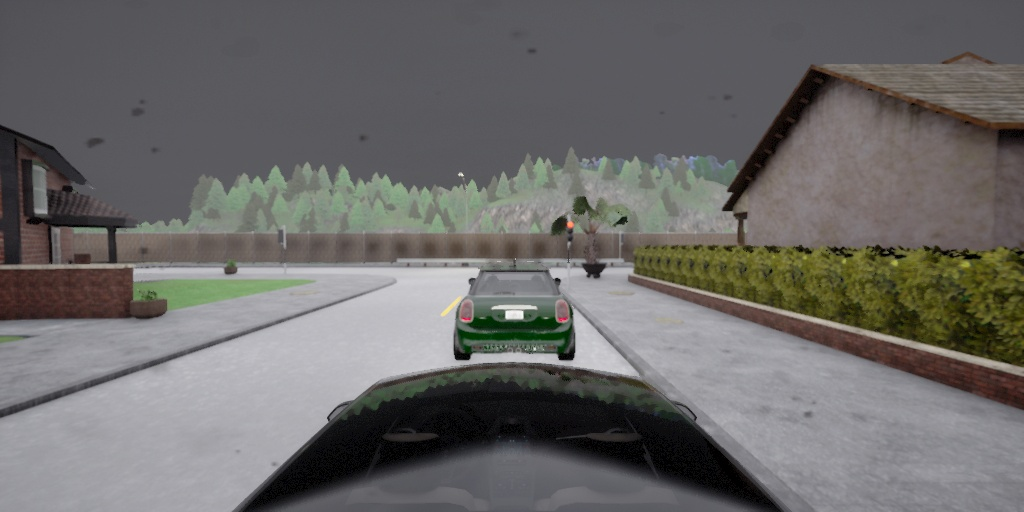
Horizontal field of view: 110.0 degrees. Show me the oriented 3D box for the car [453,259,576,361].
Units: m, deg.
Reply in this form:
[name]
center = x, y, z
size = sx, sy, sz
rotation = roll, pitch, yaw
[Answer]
[car]
center = 0.057, 0.901, 7.935
size = 2.097, 1.767, 4.553
rotation = 0, 2, 0
